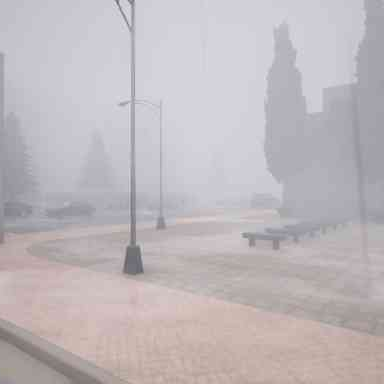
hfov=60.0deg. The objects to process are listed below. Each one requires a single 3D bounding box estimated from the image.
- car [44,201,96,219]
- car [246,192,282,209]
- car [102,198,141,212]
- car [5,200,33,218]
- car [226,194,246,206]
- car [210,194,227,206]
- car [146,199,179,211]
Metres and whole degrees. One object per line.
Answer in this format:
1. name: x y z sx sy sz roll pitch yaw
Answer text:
1. car: -10.781 1.525 29.754 1.812 1.442 4.674 0 0 37
2. car: 9.913 1.221 44.829 2.150 2.045 5.566 0 0 38
3. car: -8.196 1.488 38.868 2.128 1.511 4.902 0 0 38
4. car: -16.247 1.504 28.512 1.837 1.490 4.892 0 0 39
5. car: 8.079 1.507 54.104 1.837 1.490 4.892 0 -1 38
6. car: 5.659 1.508 56.689 1.837 1.490 4.892 0 0 38
7. car: -3.431 1.564 39.313 1.994 1.385 4.181 0 0 38
